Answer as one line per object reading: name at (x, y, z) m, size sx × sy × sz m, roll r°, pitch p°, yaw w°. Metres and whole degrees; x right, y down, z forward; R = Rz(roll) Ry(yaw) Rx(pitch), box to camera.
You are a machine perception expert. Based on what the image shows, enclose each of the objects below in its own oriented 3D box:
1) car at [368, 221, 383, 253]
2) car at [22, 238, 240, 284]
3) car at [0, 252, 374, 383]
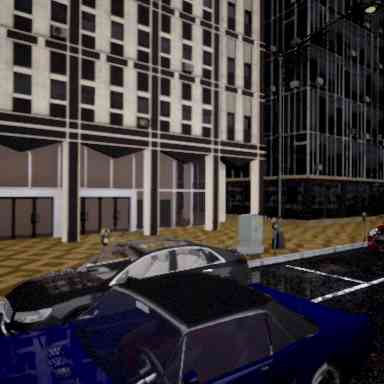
car at (8.410, 1.479, 12.552) m, size 4.097 × 1.590 × 1.967 m, roll 0°, pitch 0°, yaw -36°
car at (-0.854, 1.558, 5.946) m, size 4.403 × 1.369 × 2.008 m, roll 0°, pitch 0°, yaw -35°
car at (-0.345, 1.605, 3.133) m, size 4.718 × 1.301 × 1.895 m, roll 0°, pitch 0°, yaw -36°
